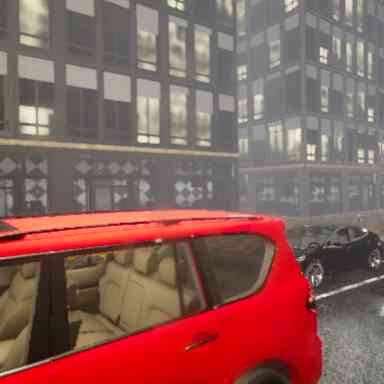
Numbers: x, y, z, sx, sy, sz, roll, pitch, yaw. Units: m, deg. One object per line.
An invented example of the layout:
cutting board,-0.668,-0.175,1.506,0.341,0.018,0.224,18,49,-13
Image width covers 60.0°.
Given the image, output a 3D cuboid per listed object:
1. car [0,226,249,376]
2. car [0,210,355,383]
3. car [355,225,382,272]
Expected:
car,-1.375,1.514,5.762,4.829,1.417,1.752,0,-1,-35
car,-1.358,1.220,2.411,5.566,2.045,2.150,0,0,-36
car,3.456,1.524,9.000,4.313,1.339,1.947,0,-1,-35
